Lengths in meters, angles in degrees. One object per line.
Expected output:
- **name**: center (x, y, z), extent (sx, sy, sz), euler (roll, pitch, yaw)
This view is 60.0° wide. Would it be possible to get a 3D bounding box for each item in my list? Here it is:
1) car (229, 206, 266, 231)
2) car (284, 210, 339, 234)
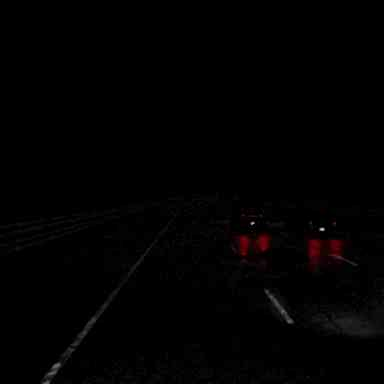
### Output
- **car**: center (3.571, 1.659, 21.996), extent (2.128, 1.511, 4.902), euler (0, 0, 0)
- **car**: center (7.073, 1.755, 20.304), extent (1.895, 1.301, 4.718), euler (0, 0, 0)
